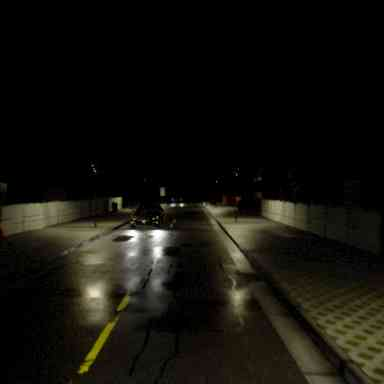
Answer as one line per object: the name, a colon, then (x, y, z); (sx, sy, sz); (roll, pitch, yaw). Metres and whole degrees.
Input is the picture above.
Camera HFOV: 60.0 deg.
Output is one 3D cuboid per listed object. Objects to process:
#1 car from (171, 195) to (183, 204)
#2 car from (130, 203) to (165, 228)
car: (-2.769, 1.355, 62.856); (2.097, 1.767, 4.553); (0, 0, 1)
car: (-2.847, 1.521, 22.178); (1.837, 1.490, 4.892); (0, 0, 0)
